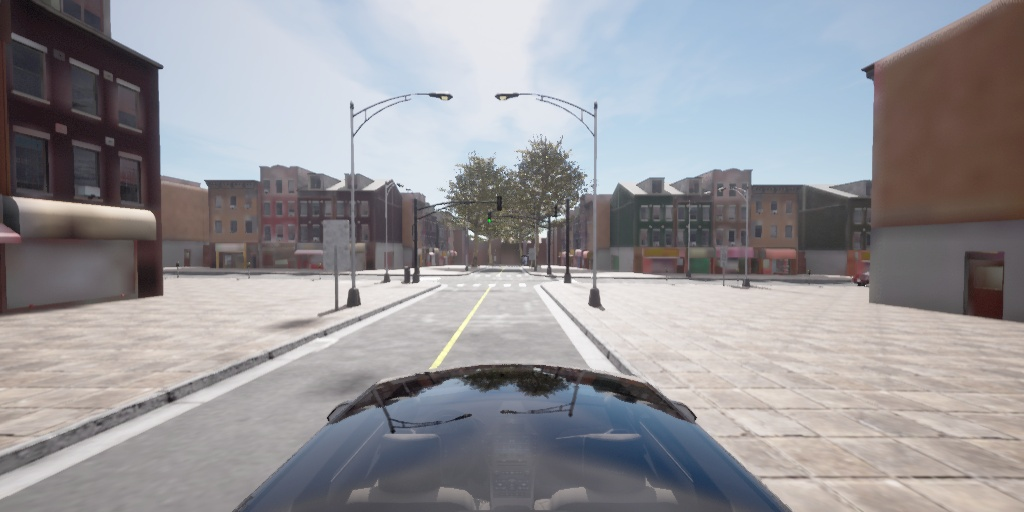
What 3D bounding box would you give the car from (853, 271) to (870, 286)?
[{"bbox_3d":[30.280,1.827,28.915,4.674,1.442,1.812,1,1,0],"label":"car"}]
